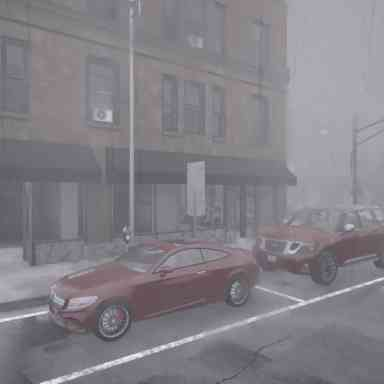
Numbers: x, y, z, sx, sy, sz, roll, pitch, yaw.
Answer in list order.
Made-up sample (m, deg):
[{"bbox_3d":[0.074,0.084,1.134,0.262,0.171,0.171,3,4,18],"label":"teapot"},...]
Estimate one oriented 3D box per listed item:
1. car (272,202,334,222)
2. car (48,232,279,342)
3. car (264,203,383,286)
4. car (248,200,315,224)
[{"bbox_3d":[9.148,1.607,27.864,1.895,1.301,4.718,0,0,-34],"label":"car"},{"bbox_3d":[-0.491,1.582,6.414,4.206,1.307,1.802,0,0,-35],"label":"car"},{"bbox_3d":[4.008,1.315,9.618,5.009,1.841,2.192,0,0,-35],"label":"car"},{"bbox_3d":[6.813,1.486,25.884,1.882,1.535,5.008,0,0,-35],"label":"car"}]
